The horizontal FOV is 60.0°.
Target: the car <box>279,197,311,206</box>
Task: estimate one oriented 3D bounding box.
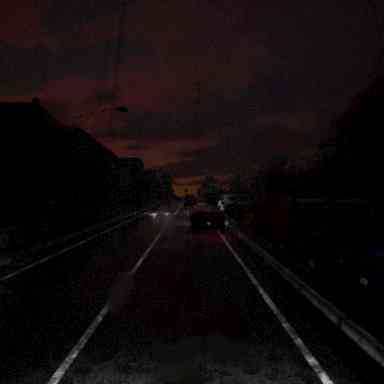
[{"bbox_3d":[18.366,1.680,59.421,5.008,1.535,2.097,0,-1,0],"label":"car"}]

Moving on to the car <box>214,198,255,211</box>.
[{"bbox_3d":[5.368,1.579,42.546,4.892,1.521,2.231,0,0,0],"label":"car"}]

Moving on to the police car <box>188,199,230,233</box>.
[{"bbox_3d":[0.869,1.455,20.131,1.930,1.638,5.238,0,0,0],"label":"police car"}]

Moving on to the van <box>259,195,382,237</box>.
[{"bbox_3d":[5.444,1.266,14.517,4.442,1.987,1.878,0,0,0],"label":"van"}]

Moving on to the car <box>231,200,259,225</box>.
[{"bbox_3d":[5.499,1.503,22.924,5.008,1.535,2.097,0,0,0],"label":"car"}]

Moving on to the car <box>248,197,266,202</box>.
[{"bbox_3d":[18.202,2.170,93.471,4.674,1.452,2.002,0,-1,0],"label":"car"}]

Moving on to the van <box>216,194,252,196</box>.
[{"bbox_3d":[5.509,1.340,39.745,4.442,1.987,1.878,0,0,0],"label":"van"}]

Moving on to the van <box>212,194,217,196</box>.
[{"bbox_3d":[5.241,1.365,45.350,4.442,1.987,1.878,0,0,0],"label":"van"}]

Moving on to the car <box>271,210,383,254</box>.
[{"bbox_3d":[5.550,1.519,11.714,4.792,1.488,2.163,0,0,0],"label":"car"}]

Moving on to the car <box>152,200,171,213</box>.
[{"bbox_3d":[-3.549,1.622,39.205,1.812,1.442,4.674,0,0,0],"label":"car"}]

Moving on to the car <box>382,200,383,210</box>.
[{"bbox_3d":[18.517,1.270,28.791,5.566,2.045,2.435,0,0,0],"label":"car"}]

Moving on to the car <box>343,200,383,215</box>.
[{"bbox_3d":[18.478,1.573,34.358,4.792,1.488,2.163,0,0,0],"label":"car"}]

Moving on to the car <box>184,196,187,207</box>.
[{"bbox_3d":[-0.280,1.724,52.811,1.994,1.385,4.181,0,0,0],"label":"car"}]

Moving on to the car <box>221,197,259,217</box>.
[{"bbox_3d":[5.444,1.530,31.329,4.892,1.521,2.231,0,0,0],"label":"car"}]

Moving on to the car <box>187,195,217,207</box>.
[{"bbox_3d":[0.816,1.409,30.011,2.097,1.767,4.553,0,0,0],"label":"car"}]

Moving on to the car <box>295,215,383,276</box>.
[{"bbox_3d":[5.569,1.515,8.911,4.792,1.488,2.163,0,0,0],"label":"car"}]

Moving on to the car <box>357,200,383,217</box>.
[{"bbox_3d":[18.555,1.561,31.573,4.792,1.488,2.163,0,0,0],"label":"car"}]

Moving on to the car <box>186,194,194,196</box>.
[{"bbox_3d":[-0.378,1.448,71.560,2.150,2.045,5.566,0,-1,0],"label":"car"}]

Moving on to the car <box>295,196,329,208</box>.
[{"bbox_3d":[18.373,1.494,51.067,4.553,1.767,2.185,0,0,0],"label":"car"}]

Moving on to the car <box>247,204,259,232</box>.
[{"bbox_3d":[5.571,1.525,17.321,4.792,1.488,2.163,0,0,0],"label":"car"}]

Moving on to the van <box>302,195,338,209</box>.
[{"bbox_3d":[18.536,1.378,48.288,4.442,1.987,1.878,0,0,0],"label":"van"}]

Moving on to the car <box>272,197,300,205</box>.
[{"bbox_3d":[18.330,1.737,64.989,5.008,1.535,2.097,0,-1,0],"label":"car"}]

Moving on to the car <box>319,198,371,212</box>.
[{"bbox_3d":[18.285,1.565,39.928,5.366,1.575,1.946,0,0,0],"label":"car"}]

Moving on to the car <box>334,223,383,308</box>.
[{"bbox_3d":[5.611,1.482,6.108,5.008,1.535,2.097,0,0,0],"label":"car"}]

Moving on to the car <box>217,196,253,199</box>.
[{"bbox_3d":[5.405,1.553,36.940,5.008,1.535,2.097,0,0,0],"label":"car"}]

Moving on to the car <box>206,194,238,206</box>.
[{"bbox_3d":[5.310,1.428,59.366,5.566,2.045,2.435,0,0,0],"label":"car"}]

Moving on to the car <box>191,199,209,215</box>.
[{"bbox_3d":[0.784,1.588,36.050,1.837,1.490,4.892,0,0,0],"label":"car"}]

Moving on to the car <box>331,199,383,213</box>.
[{"bbox_3d":[18.484,1.555,37.143,5.008,1.535,2.097,0,0,0],"label":"car"}]
